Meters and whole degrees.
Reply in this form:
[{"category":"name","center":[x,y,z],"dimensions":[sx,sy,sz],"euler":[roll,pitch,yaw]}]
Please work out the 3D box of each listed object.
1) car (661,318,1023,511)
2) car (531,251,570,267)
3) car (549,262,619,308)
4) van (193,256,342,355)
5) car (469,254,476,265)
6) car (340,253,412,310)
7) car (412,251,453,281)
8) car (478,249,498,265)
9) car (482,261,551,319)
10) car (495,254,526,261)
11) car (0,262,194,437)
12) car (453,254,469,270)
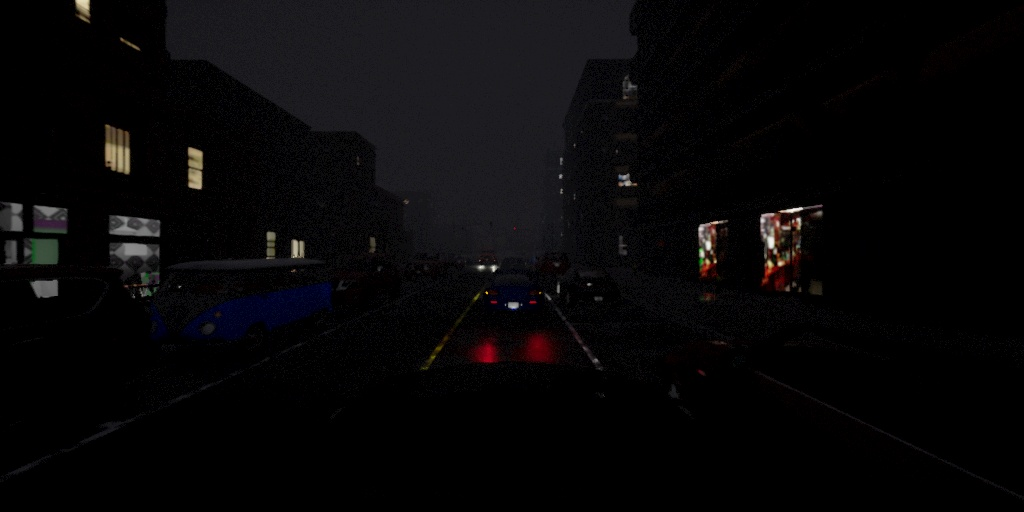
[{"category":"car","center":[2.693,1.171,2.617],"dimensions":[1.967,1.591,4.097],"euler":[0,0,0]},{"category":"car","center":[2.720,0.596,24.240],"dimensions":[2.192,1.841,5.009],"euler":[0,0,0]},{"category":"car","center":[2.707,1.057,13.428],"dimensions":[2.007,1.370,4.403],"euler":[0,0,0]},{"category":"van","center":[-5.681,0.960,8.040],"dimensions":[1.690,1.789,3.998],"euler":[0,0,0]},{"category":"car","center":[-5.634,0.380,45.882],"dimensions":[2.007,1.370,4.403],"euler":[0,0,0]},{"category":"car","center":[-5.674,0.821,13.446],"dimensions":[2.192,1.841,5.009],"euler":[0,0,0]},{"category":"car","center":[-5.661,0.596,24.258],"dimensions":[2.192,1.841,5.009],"euler":[0,0,0]},{"category":"car","center":[-3.010,0.049,46.100],"dimensions":[2.150,2.045,5.566],"euler":[0,1,0]},{"category":"car","center":[0.063,1.068,11.695],"dimensions":[1.812,1.442,4.674],"euler":[0,1,1]},{"category":"car","center":[0.075,0.794,25.923],"dimensions":[2.033,1.411,5.357],"euler":[0,1,1]},{"category":"car","center":[-5.688,1.046,2.634],"dimensions":[2.192,1.841,5.009],"euler":[0,0,0]},{"category":"car","center":[-5.647,0.495,35.071],"dimensions":[1.967,1.591,4.097],"euler":[0,0,0]}]
